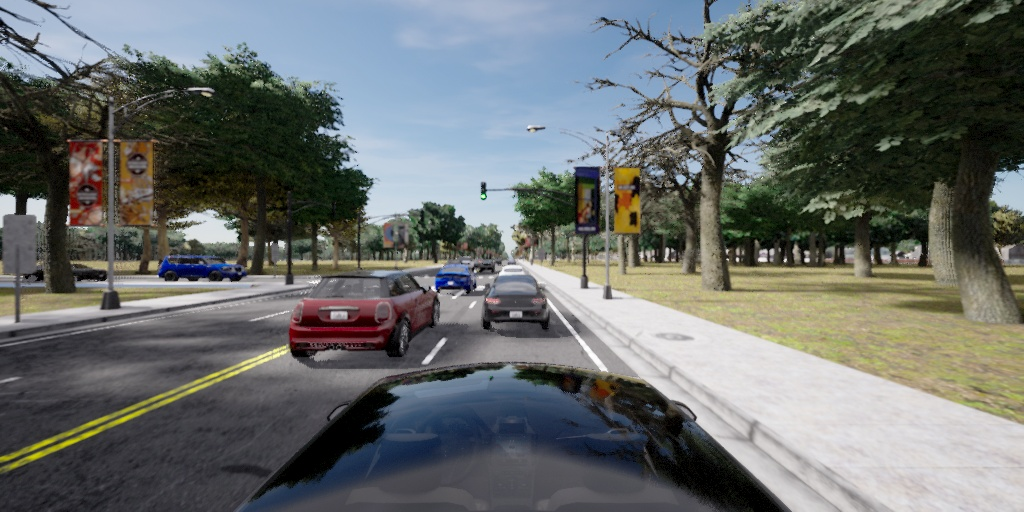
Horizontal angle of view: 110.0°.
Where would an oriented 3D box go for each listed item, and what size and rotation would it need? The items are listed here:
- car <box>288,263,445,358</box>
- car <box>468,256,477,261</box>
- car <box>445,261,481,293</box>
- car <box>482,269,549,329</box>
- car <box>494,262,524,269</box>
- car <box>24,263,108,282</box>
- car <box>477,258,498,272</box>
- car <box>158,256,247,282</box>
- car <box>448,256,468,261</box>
[{"bbox_3d":[-3.152,1.111,8.656,2.097,1.767,4.553,0,0,0],"label":"car"},{"bbox_3d":[-6.605,1.056,50.337,2.150,2.045,5.566,0,0,0],"label":"car"},{"bbox_3d":[-3.148,1.257,20.892,1.882,1.535,5.008,0,0,0],"label":"car"},{"bbox_3d":[0.100,1.290,11.201,1.812,1.442,4.674,0,0,0],"label":"car"},{"bbox_3d":[0.082,1.307,22.173,1.812,1.442,4.674,0,0,0],"label":"car"},{"bbox_3d":[-33.624,1.231,27.180,5.008,1.535,1.882,0,0,0],"label":"car"},{"bbox_3d":[-3.162,1.333,47.198,1.837,1.490,4.892,0,0,0],"label":"car"},{"bbox_3d":[-23.376,0.987,27.168,5.566,2.045,2.150,0,0,0],"label":"car"},{"bbox_3d":[-6.605,1.167,40.780,2.097,1.767,4.553,0,0,0],"label":"car"}]
